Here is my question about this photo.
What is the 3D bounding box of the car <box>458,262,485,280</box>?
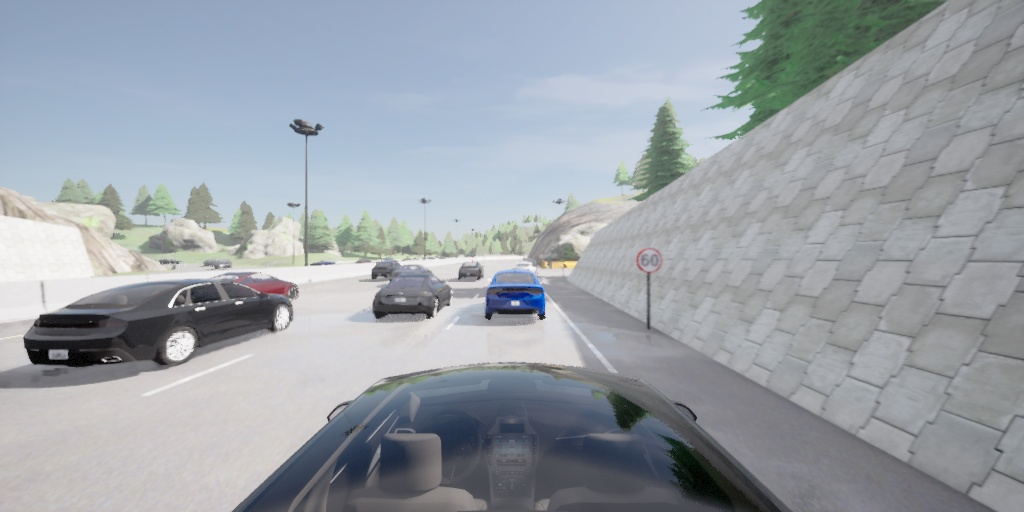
[{"bbox_3d":[-3.403,1.218,30.485,2.128,1.511,4.902,0,0,0],"label":"car"}]

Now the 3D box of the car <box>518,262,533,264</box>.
[{"bbox_3d":[1.211,1.252,31.486,1.812,1.442,4.674,0,0,10],"label":"car"}]

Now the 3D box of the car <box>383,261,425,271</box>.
[{"bbox_3d":[-6.903,1.278,25.148,2.033,1.411,5.357,0,0,0],"label":"car"}]

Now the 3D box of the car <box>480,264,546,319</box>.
[{"bbox_3d":[0.099,1.219,12.822,1.882,1.535,5.008,0,0,0],"label":"car"}]

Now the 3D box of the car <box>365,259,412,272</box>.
[{"bbox_3d":[-10.403,1.231,30.595,1.837,1.490,4.892,0,0,0],"label":"car"}]

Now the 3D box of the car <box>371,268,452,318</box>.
[{"bbox_3d":[-3.402,1.305,12.916,1.994,1.385,4.181,0,0,0],"label":"car"}]

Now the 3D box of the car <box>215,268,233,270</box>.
[{"bbox_3d":[-10.401,1.304,14.122,1.994,1.385,4.181,0,0,0],"label":"car"}]

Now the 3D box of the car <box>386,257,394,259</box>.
[{"bbox_3d":[-21.037,1.197,60.354,2.128,1.511,4.902,0,0,1],"label":"car"}]

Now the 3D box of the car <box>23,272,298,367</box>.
[{"bbox_3d":[-6.901,1.250,7.880,1.837,1.490,4.892,0,0,0],"label":"car"}]
